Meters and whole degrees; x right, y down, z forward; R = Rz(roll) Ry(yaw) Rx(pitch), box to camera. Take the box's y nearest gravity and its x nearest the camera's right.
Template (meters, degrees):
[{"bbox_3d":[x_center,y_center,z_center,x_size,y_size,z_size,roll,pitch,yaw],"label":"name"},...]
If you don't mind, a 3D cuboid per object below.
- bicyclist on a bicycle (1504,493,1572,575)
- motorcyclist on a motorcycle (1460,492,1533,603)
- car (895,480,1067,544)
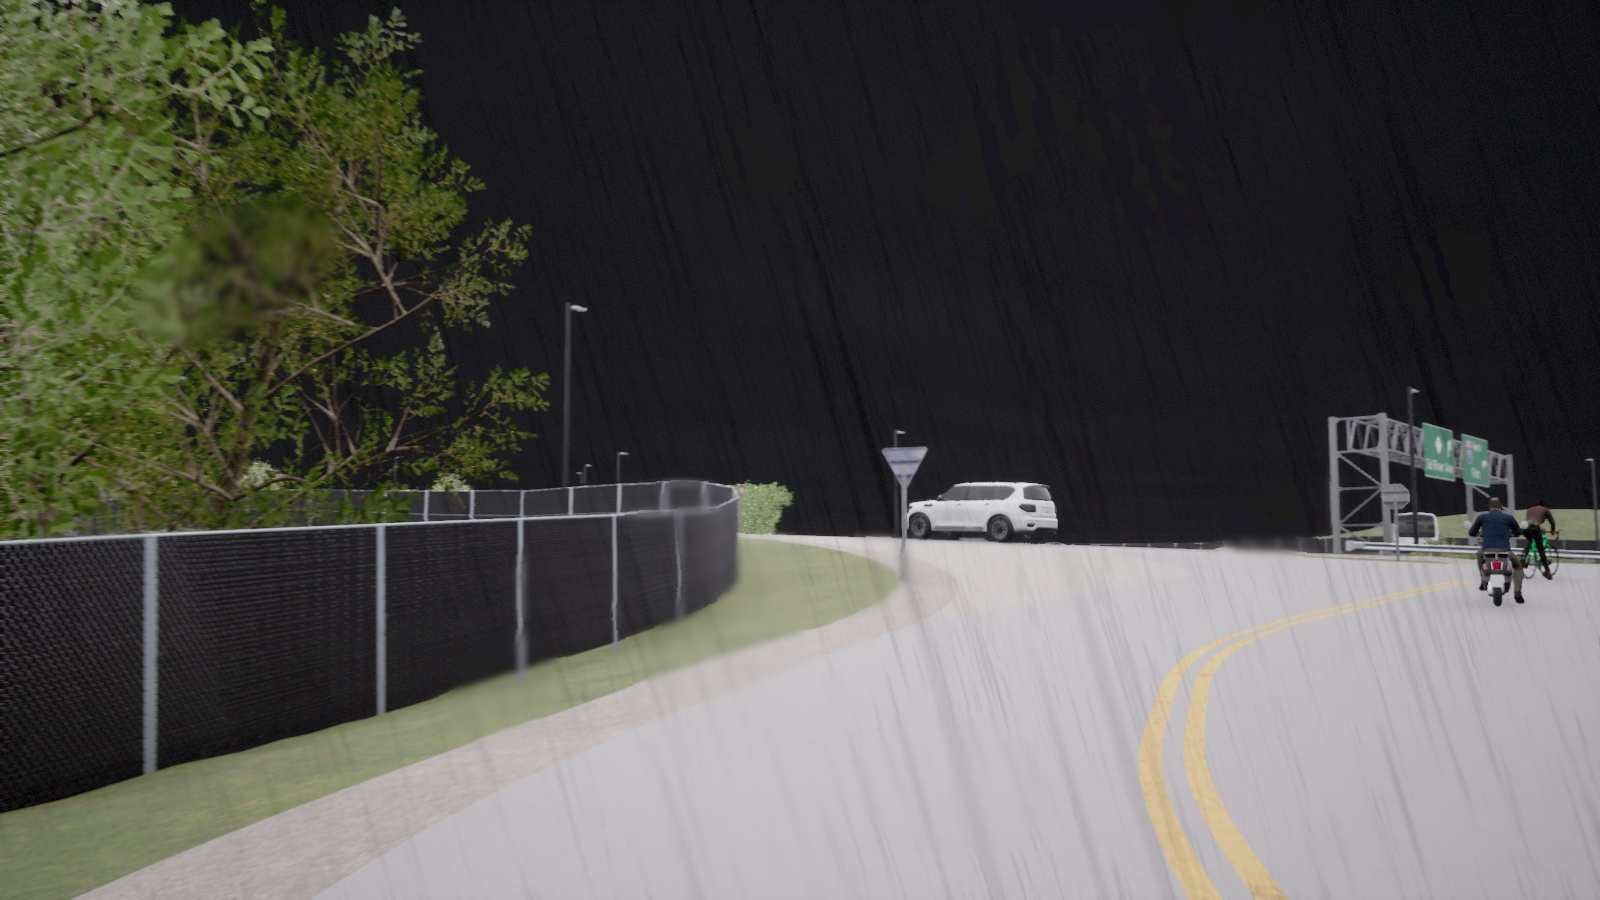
[{"bbox_3d":[14.962,1.690,25.451,1.656,1.620,0.582,3,-3,-38],"label":"bicyclist on a bicycle"},{"bbox_3d":[10.513,1.435,18.971,0.866,1.590,1.817,-2,-3,29],"label":"motorcyclist on a motorcycle"},{"bbox_3d":[6.146,2.105,43.166,5.566,2.045,2.150,-2,-5,42],"label":"car"}]
